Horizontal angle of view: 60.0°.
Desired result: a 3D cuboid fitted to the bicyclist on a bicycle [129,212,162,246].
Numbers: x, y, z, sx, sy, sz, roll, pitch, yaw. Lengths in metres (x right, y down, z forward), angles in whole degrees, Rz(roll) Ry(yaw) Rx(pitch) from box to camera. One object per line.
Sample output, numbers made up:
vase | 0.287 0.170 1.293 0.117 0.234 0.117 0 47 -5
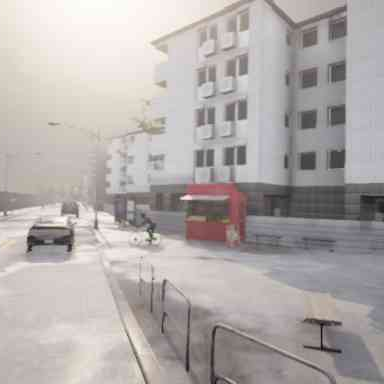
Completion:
bicyclist on a bicycle | -2.240 1.821 16.149 1.656 1.620 0.582 2 -2 -19

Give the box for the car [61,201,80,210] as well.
car | -15.939 2.213 43.520 2.150 2.045 5.566 2 -2 -18

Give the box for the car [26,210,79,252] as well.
car | -6.538 1.837 15.715 2.128 1.511 4.902 2 -2 -19
